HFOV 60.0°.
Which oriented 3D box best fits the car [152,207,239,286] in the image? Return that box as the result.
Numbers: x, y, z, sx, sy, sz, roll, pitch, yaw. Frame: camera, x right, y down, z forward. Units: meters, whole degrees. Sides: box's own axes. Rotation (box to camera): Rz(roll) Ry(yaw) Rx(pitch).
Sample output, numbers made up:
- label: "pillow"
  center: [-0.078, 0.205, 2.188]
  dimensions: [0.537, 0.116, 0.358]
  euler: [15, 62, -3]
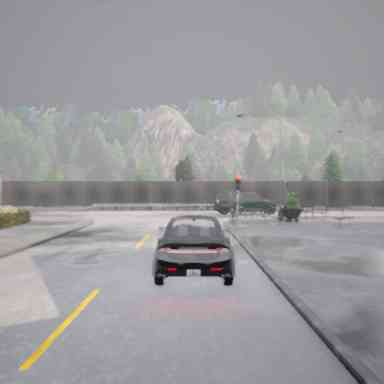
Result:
- label: "car"
  center: [0.052, 1.404, 9.149]
  dimensions: [2.128, 1.511, 4.902]
  euler: [0, 1, 0]

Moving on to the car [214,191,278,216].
- label: "car"
  center: [4.562, 0.953, 28.177]
  dimensions: [5.566, 2.045, 2.150]
  euler: [0, -2, -25]
